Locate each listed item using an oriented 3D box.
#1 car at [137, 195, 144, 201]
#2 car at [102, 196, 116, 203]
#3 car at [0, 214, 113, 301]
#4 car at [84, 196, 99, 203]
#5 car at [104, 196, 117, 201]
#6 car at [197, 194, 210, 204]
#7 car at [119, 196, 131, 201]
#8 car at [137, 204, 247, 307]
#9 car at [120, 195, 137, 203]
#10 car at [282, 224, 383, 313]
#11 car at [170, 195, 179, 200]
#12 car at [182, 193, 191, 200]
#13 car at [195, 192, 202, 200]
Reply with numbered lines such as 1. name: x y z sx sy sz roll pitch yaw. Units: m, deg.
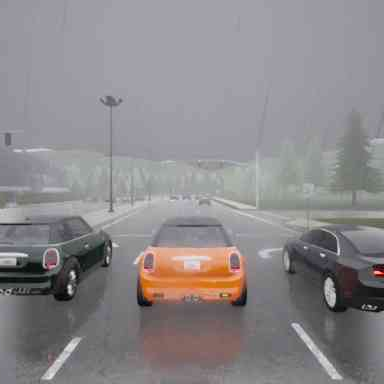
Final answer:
1. car: -12.854 1.515 81.492 1.994 1.385 4.181 0 0 0
2. car: -16.358 1.531 65.880 1.994 1.385 4.181 0 0 0
3. car: -3.500 1.348 8.472 2.097 1.767 4.553 0 0 0
4. car: -19.848 1.475 65.683 2.128 1.511 4.902 0 0 0
5. car: -19.854 1.558 81.093 1.895 1.301 4.718 0 0 0
6. car: 2.166 1.499 57.241 1.812 1.442 4.674 0 0 0
7. car: -16.354 1.558 81.313 1.895 1.301 4.718 0 0 0
8. car: 0.000 1.348 8.150 2.097 1.767 4.553 0 0 0
9. car: -12.865 1.322 66.078 2.097 1.767 4.553 0 0 0
10. car: 3.499 1.501 7.653 1.837 1.490 4.892 0 0 0
11. car: -4.860 1.454 88.543 1.837 1.490 4.892 0 0 0
12. car: -1.360 1.181 88.281 2.150 2.045 5.566 0 0 0
13. car: 2.140 1.480 88.618 1.812 1.442 4.674 0 0 0
